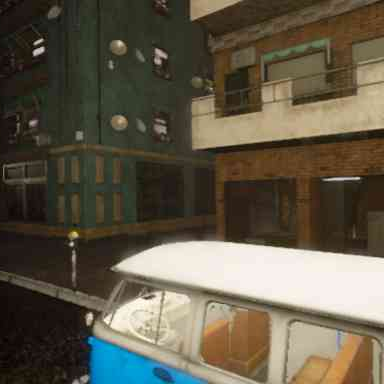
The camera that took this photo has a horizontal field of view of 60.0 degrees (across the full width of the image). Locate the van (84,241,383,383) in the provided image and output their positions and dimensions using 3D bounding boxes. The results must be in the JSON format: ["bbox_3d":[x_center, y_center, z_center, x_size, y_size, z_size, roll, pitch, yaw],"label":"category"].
[{"bbox_3d":[0.989,1.341,2.187,3.998,1.788,1.690,0,-1,36],"label":"van"}]
